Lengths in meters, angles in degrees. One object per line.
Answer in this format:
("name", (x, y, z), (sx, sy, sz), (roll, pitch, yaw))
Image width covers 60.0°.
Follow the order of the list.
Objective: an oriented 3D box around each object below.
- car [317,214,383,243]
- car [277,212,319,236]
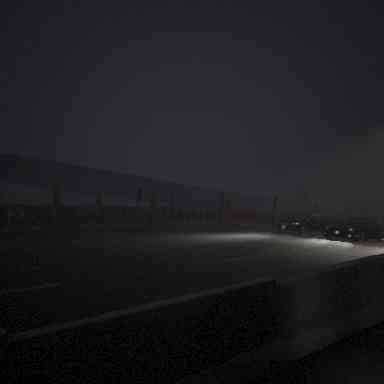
("car", (9.790, 2.221, 19.945), (4.181, 1.385, 1.994), (5, -3, -36))
("car", (7.887, 2.150, 22.890), (4.902, 1.511, 2.128), (5, -3, -36))
